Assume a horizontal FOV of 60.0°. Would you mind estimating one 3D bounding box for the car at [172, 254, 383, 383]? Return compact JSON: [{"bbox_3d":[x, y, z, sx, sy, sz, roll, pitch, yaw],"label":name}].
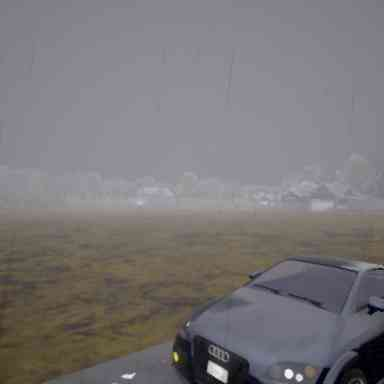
[{"bbox_3d":[1.796,1.628,4.562,4.181,1.385,1.994,1,-1,-39],"label":"car"}]
